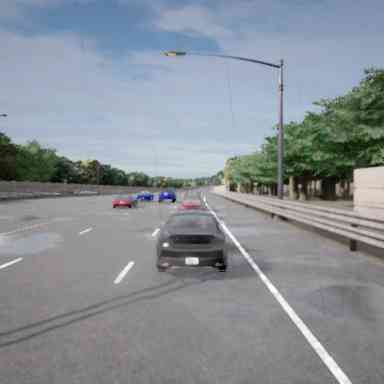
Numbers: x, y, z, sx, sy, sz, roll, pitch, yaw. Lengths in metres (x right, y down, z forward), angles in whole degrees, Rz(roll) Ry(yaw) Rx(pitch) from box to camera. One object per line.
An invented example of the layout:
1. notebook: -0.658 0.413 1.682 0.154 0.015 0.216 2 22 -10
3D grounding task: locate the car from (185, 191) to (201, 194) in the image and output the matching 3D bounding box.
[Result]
1. car: -0.002 0.956 29.264 1.837 1.490 4.892 0 1 0

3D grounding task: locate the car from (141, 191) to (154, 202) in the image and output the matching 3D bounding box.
1. car: -6.769 0.636 49.008 1.882 1.535 5.008 0 1 2

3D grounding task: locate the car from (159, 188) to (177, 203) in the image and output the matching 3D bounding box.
1. car: -3.352 0.397 46.570 2.150 2.045 5.566 0 1 2

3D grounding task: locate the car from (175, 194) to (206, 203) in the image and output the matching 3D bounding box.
1. car: 0.007 1.093 22.656 1.812 1.442 4.674 0 1 0

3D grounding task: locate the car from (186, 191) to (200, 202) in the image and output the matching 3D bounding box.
1. car: 0.214 0.649 48.408 1.812 1.442 4.674 0 1 2

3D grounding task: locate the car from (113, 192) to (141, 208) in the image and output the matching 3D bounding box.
1. car: -6.991 0.943 35.196 1.994 1.385 4.181 0 1 1

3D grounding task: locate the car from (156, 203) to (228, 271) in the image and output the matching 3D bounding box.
1. car: -0.001 1.309 10.195 1.837 1.490 4.892 0 1 0

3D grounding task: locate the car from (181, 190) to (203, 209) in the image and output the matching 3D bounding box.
1. car: -0.003 0.708 34.854 2.097 1.767 4.553 0 1 0
